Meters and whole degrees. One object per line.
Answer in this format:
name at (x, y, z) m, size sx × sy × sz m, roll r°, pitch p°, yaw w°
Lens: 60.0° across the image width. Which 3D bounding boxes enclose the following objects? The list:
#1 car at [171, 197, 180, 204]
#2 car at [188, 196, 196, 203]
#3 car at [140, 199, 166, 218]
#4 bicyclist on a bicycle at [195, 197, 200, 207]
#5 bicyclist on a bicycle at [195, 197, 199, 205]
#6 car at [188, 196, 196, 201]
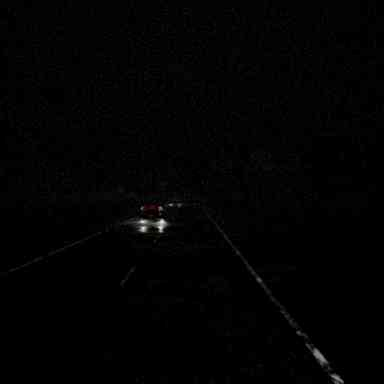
car at (-3.508, 1.778, 71.883) m, size 1.882 × 1.535 × 5.008 m, roll 0°, pitch 0°, yaw 0°
car at (-0.009, 1.875, 76.853) m, size 1.812 × 1.442 × 4.674 m, roll 0°, pitch 0°, yaw 0°
car at (-3.599, 1.494, 31.467) m, size 2.097 × 1.767 × 4.553 m, roll 0°, pitch 0°, yaw 0°
bicyclist on a bicycle at (0.939, 1.690, 55.755) m, size 0.866 × 1.612 × 1.509 m, roll 0°, pitch 0°, yaw 0°
bicyclist on a bicycle at (0.941, 1.734, 65.037) m, size 0.866 × 1.612 × 1.509 m, roll 0°, pitch 0°, yaw 0°
car at (-0.011, 1.819, 93.791) m, size 2.033 × 1.411 × 5.357 m, roll 0°, pitch 0°, yaw 0°
